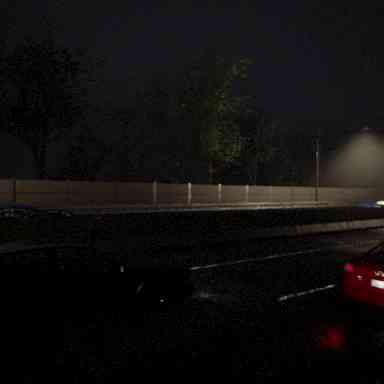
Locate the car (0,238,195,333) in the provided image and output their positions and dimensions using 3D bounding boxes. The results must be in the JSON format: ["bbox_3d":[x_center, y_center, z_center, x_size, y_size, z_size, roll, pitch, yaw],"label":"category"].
[{"bbox_3d":[-2.588,1.589,6.109,5.357,1.411,2.033,0,-1,-34],"label":"car"}]

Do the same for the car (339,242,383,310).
[{"bbox_3d":[5.029,1.634,7.054,4.181,1.385,1.994,0,-1,-34],"label":"car"}]

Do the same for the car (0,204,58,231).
[{"bbox_3d":[-11.527,1.615,21.437,5.008,1.535,1.882,0,-1,-34],"label":"car"}]

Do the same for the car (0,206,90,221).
[{"bbox_3d":[-7.310,1.610,15.838,4.892,1.490,1.837,0,-1,-34],"label":"car"}]

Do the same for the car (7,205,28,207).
[{"bbox_3d":[-10.177,1.607,18.120,4.902,1.511,2.128,0,-1,-34],"label":"car"}]

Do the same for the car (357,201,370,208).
[{"bbox_3d":[24.852,1.924,46.149,5.008,1.535,1.882,1,-1,-34],"label":"car"}]

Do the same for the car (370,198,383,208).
[{"bbox_3d":[25.507,1.638,42.366,5.566,2.045,2.150,0,-1,-34],"label":"car"}]
